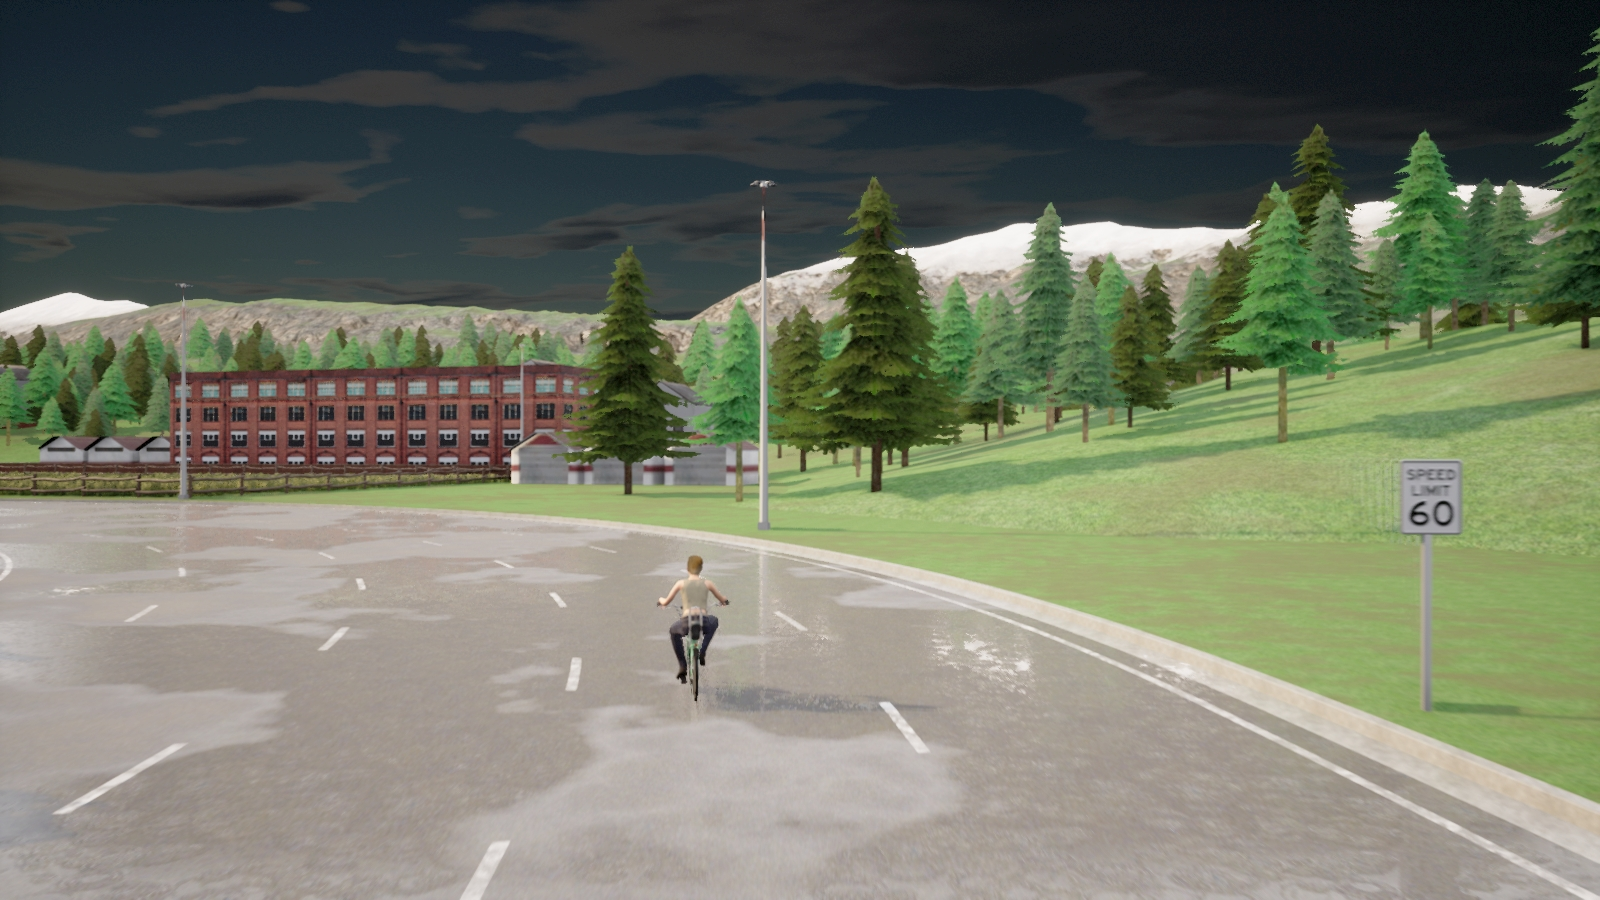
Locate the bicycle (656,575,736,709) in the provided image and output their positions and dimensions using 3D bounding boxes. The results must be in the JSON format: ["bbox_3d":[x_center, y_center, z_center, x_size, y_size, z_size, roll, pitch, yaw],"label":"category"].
[{"bbox_3d":[-1.221,2.163,13.165,0.859,1.276,1.487,0,0,-8],"label":"bicycle"}]
